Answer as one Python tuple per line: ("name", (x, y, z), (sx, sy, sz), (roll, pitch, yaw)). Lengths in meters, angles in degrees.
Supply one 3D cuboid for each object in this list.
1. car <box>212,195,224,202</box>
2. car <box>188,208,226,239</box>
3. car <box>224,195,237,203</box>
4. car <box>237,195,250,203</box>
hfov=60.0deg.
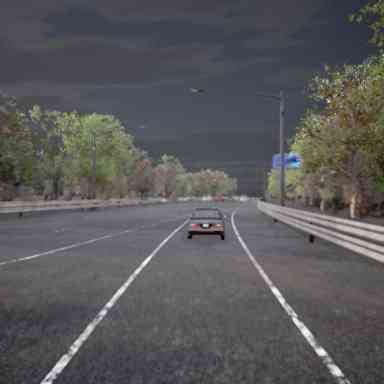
("car", (7.833, 1.931, 94.878), (2.150, 2.045, 5.566), (0, -1, 13))
("car", (0.807, 1.574, 17.538), (2.033, 1.411, 5.357), (0, 0, 4))
("car", (11.241, 2.236, 94.080), (2.128, 1.511, 4.902), (0, -1, 13))
("car", (14.662, 1.941, 93.346), (2.150, 2.045, 5.566), (0, -1, 13))
